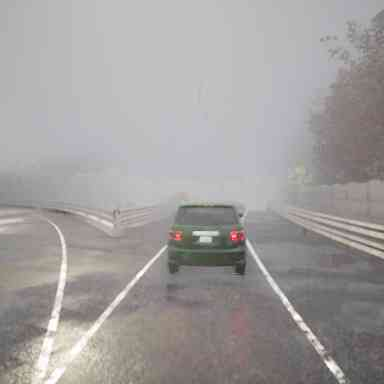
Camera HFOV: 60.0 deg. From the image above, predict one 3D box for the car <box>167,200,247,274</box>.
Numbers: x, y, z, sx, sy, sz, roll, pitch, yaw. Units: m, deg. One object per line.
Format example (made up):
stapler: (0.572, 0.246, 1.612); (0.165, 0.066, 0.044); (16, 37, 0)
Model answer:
car: (0.526, 1.264, 10.896); (2.150, 2.045, 5.566); (0, 0, 4)

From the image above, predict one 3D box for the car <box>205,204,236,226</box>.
car: (2.198, 1.655, 24.819); (1.994, 1.385, 4.181); (0, 0, 9)

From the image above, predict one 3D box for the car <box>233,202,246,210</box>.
car: (8.399, 2.546, 58.648); (1.895, 1.301, 4.718); (0, -3, 11)

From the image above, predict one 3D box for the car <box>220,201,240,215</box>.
car: (4.372, 1.750, 37.846); (1.994, 1.385, 4.181); (0, -1, 10)

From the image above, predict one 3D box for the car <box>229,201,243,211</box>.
car: (6.731, 2.112, 50.507); (1.994, 1.385, 4.181); (0, -2, 10)
